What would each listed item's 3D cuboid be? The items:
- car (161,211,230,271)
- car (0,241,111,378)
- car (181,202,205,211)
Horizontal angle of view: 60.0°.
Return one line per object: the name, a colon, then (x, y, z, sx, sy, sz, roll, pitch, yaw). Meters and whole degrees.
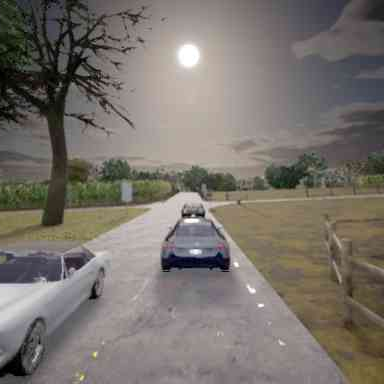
car: (0.099, 1.554, 10.856, 1.994, 1.385, 4.181, 0, 0, 0)
car: (-2.850, 1.605, 5.669, 1.895, 1.301, 4.718, 0, 0, 0)
car: (0.104, 1.497, 27.376, 1.895, 1.301, 4.718, 0, 0, 0)
